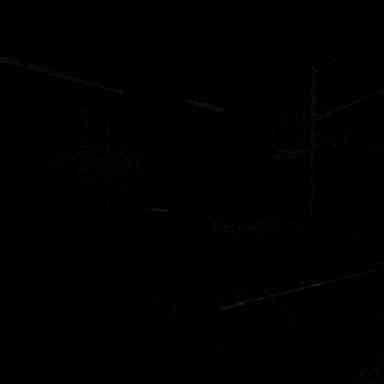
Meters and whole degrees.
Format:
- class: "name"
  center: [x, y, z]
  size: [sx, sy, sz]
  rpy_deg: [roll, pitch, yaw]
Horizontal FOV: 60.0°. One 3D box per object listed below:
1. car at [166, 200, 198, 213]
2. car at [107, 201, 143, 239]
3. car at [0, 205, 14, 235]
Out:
- class: "car"
  center: [-1.266, 1.680, 39.693]
  size: [2.128, 1.511, 4.902]
  rpy_deg: [1, 0, -35]
- class: "car"
  center: [-4.288, 1.447, 18.384]
  size: [1.905, 1.878, 3.866]
  rpy_deg: [1, 0, -36]
- class: "car"
  center: [-11.417, 1.524, 18.647]
  size: [2.242, 1.667, 4.611]
  rpy_deg: [1, 0, -36]
